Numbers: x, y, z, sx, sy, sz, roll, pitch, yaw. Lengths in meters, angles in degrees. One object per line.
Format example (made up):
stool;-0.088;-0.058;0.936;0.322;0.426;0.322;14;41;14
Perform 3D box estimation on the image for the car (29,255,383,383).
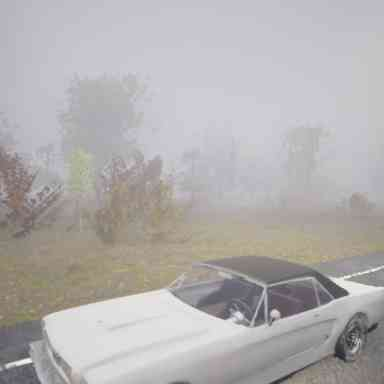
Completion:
car;0.537;1.622;4.368;4.718;1.301;1.895;0;0;-35
